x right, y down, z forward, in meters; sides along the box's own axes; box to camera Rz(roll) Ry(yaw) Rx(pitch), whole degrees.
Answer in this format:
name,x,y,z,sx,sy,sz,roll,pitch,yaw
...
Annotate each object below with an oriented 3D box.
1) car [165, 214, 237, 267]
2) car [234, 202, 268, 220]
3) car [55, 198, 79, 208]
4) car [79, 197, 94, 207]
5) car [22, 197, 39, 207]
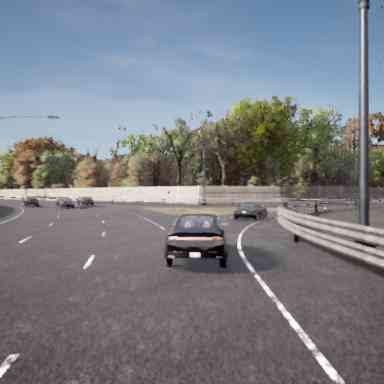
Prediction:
name,x,y,z,sx,sy,sz,roll,pitch,yaw
car,0.222,1.487,11.427,2.128,1.511,4.902,0,0,3
car,5.039,1.551,28.156,1.994,1.385,4.181,0,0,27
car,-17.895,1.533,46.755,2.033,1.411,5.357,0,0,-30
car,-16.421,1.488,50.976,1.837,1.490,4.892,0,0,-31
car,-24.990,1.490,51.445,1.837,1.490,4.892,0,0,-34
